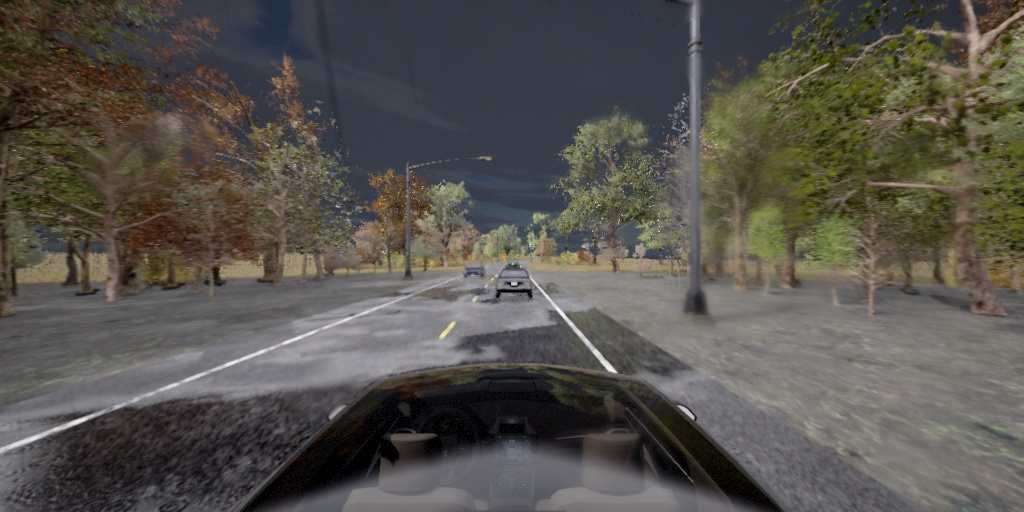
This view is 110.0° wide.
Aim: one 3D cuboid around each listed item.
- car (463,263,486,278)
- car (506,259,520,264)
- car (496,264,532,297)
[{"bbox_3d":[-3.569,1.376,35.268,2.033,1.411,5.357,0,0,0],"label":"car"},{"bbox_3d":[0.112,1.225,54.606,2.097,1.767,4.553,0,0,0],"label":"car"},{"bbox_3d":[0.100,1.338,19.202,2.033,1.411,5.357,0,0,0],"label":"car"}]
